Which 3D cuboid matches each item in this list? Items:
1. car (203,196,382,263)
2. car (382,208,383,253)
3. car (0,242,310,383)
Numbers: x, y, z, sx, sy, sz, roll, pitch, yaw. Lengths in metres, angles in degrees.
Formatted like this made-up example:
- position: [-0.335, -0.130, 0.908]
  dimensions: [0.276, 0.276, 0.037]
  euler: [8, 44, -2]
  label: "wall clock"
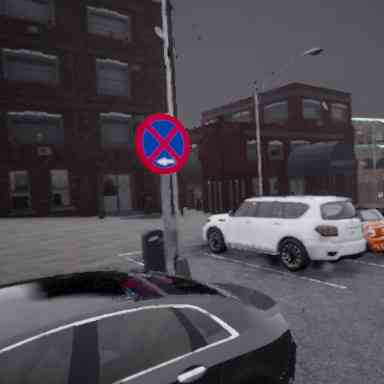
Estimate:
- position: [2.685, 1.154, 10.953]
  dimensions: [2.435, 2.045, 5.566]
  euler: [-1, 0, -36]
  label: "car"
- position: [5.010, 1.255, 12.539]
  dimensions: [2.185, 1.767, 4.553]
  euler: [-1, 0, -36]
  label: "car"
- position: [-1.252, 1.502, 2.485]
  dimensions: [4.892, 1.490, 1.837]
  euler: [-1, 0, -35]
  label: "car"
